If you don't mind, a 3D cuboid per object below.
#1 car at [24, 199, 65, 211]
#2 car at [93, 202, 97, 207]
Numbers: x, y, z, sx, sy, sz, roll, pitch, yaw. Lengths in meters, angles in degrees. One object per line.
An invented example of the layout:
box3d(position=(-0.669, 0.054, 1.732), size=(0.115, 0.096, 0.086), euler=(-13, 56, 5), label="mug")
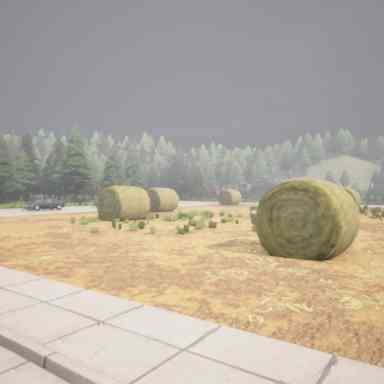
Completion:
box3d(position=(-18.266, 1.570, 41.387), size=(2.128, 1.511, 4.902), euler=(0, 0, 36), label="car")
box3d(position=(-12.215, 1.668, 49.553), size=(1.895, 1.301, 4.718), euler=(0, 0, 36), label="car")
